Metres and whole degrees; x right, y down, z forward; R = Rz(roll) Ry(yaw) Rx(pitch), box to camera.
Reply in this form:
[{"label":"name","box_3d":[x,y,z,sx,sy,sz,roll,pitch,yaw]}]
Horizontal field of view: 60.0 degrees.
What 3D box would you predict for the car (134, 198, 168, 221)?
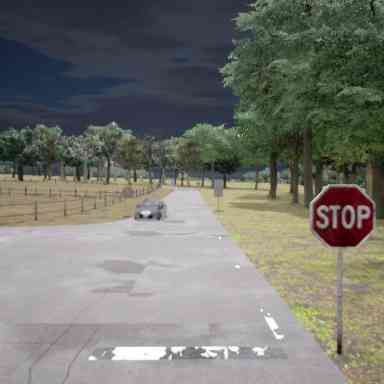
[{"label":"car","box_3d":[-2.901,1.217,24.328,2.128,1.511,4.902,0,2,3]}]
